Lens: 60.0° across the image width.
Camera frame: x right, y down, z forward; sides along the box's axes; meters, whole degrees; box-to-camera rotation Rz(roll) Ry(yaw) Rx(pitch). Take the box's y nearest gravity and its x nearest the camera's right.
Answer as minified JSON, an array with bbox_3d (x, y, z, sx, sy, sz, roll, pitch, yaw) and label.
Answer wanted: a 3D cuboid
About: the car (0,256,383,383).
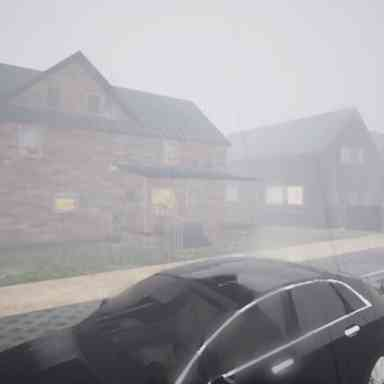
[{"bbox_3d":[0.226,1.513,3.230,4.892,1.490,1.837,-1,0,-35],"label":"car"}]
